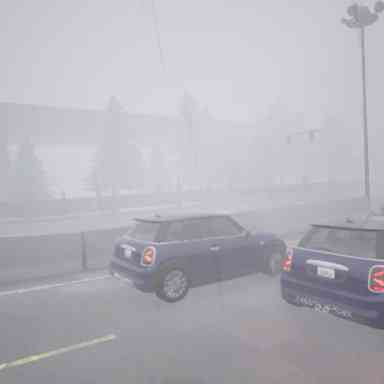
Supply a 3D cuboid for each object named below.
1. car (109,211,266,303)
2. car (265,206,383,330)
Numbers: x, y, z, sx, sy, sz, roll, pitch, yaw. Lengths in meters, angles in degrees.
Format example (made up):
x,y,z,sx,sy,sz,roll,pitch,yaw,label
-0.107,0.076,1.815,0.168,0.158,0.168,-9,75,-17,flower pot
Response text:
x,y,z,sx,sy,sz,roll,pitch,yaw,label
0.347,1.283,8.342,4.553,1.767,2.097,-2,1,-36,car
3.847,1.232,6.554,4.553,1.767,2.097,-2,1,-36,car
